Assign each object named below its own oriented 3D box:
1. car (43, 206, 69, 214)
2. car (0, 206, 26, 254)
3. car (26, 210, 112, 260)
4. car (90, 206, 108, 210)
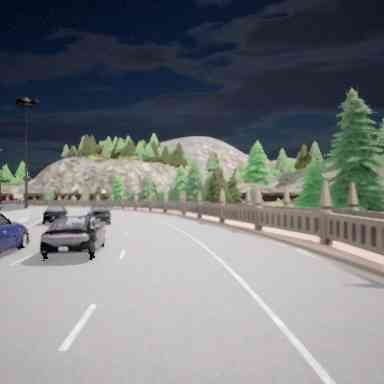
[{"bbox_3d":[-11.804,1.949,29.007,1.882,1.535,5.008,0,-1,-18],"label":"car"},{"bbox_3d":[-8.045,1.566,12.879,2.097,1.767,4.553,0,-1,-8],"label":"car"},{"bbox_3d":[-4.568,1.693,13.312,2.128,1.511,4.902,0,-1,-8],"label":"car"},{"bbox_3d":[-8.034,1.948,28.742,1.837,1.490,4.892,0,-1,-17],"label":"car"}]
